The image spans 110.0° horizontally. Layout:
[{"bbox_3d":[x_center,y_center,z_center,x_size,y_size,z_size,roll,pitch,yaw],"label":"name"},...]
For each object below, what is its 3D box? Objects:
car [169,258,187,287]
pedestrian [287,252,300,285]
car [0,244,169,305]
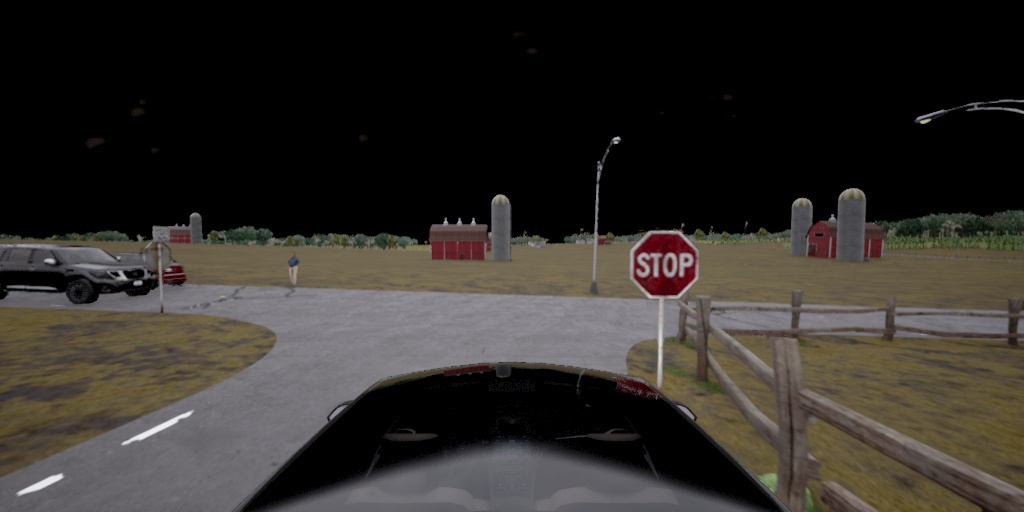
[{"bbox_3d":[-18.045,0.590,16.644,4.553,1.767,2.097,2,2,1],"label":"car"},{"bbox_3d":[-12.021,0.672,19.679,0.375,1.860,0.375,0,0,0],"label":"pedestrian"},{"bbox_3d":[-17.072,0.607,13.732,5.566,2.045,2.150,2,2,0],"label":"car"}]
